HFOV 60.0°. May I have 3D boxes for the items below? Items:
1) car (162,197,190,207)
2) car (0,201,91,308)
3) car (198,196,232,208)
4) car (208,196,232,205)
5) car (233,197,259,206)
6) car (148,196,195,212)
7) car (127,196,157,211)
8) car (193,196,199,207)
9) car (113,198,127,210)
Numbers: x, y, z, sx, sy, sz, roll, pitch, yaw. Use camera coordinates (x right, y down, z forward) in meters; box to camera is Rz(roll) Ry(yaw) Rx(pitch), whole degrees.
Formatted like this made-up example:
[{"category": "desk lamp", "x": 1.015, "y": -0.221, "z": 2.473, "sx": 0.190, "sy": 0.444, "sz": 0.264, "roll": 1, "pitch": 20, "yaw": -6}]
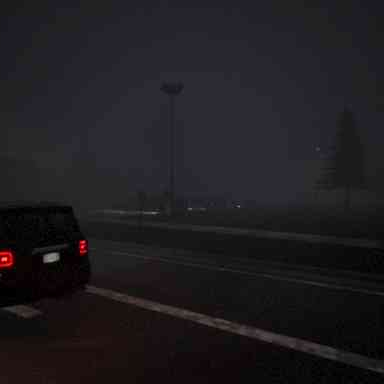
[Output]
[{"category": "car", "x": -2.399, "y": 1.511, "z": 51.279, "sx": 1.837, "sy": 1.490, "sz": 4.892, "roll": 0, "pitch": 0, "yaw": 35}, {"category": "car", "x": -4.569, "y": 1.221, "z": 7.228, "sx": 5.566, "sy": 2.045, "sz": 2.150, "roll": 0, "pitch": 0, "yaw": 36}, {"category": "car", "x": 3.379, "y": 1.510, "z": 47.331, "sx": 1.837, "sy": 1.490, "sz": 4.892, "roll": 0, "pitch": 0, "yaw": 35}, {"category": "car", "x": 5.299, "y": 1.554, "z": 62.224, "sx": 2.033, "sy": 1.411, "sz": 5.357, "roll": 0, "pitch": 0, "yaw": 35}, {"category": "car", "x": 9.459, "y": 1.553, "z": 56.023, "sx": 2.033, "sy": 1.411, "sz": 5.357, "roll": 0, "pitch": 0, "yaw": 35}, {"category": "car", "x": -2.348, "y": 1.552, "z": 39.131, "sx": 2.033, "sy": 1.411, "sz": 5.357, "roll": 0, "pitch": 0, "yaw": 35}, {"category": "car", "x": -5.281, "y": 1.357, "z": 41.042, "sx": 2.097, "sy": 1.767, "sz": 4.553, "roll": 0, "pitch": 0, "yaw": 35}, {"category": "car", "x": 0.189, "y": 1.358, "z": 48.874, "sx": 2.097, "sy": 1.767, "sz": 4.553, "roll": 0, "pitch": 0, "yaw": 35}, {"category": "car", "x": -8.131, "y": 1.531, "z": 43.040, "sx": 1.812, "sy": 1.442, "sz": 4.674, "roll": 0, "pitch": 0, "yaw": 34}]
